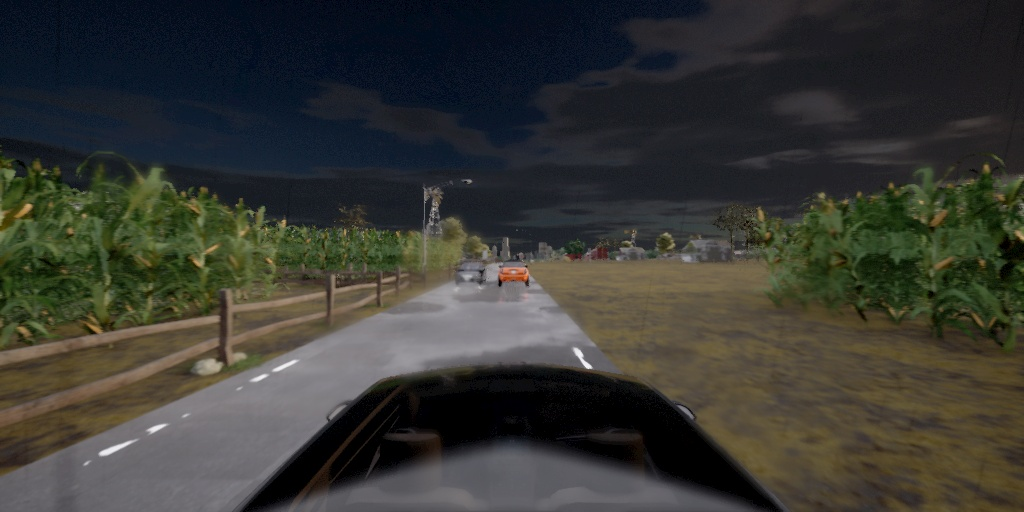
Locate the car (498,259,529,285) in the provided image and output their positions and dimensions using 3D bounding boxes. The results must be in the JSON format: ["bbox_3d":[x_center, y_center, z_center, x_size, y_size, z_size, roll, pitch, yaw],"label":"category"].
[{"bbox_3d":[0.105,1.072,25.662,2.097,1.767,4.553,0,0,0],"label":"car"}]

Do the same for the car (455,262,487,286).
[{"bbox_3d":[-2.810,1.214,25.247,2.128,1.511,4.902,0,0,0],"label":"car"}]
